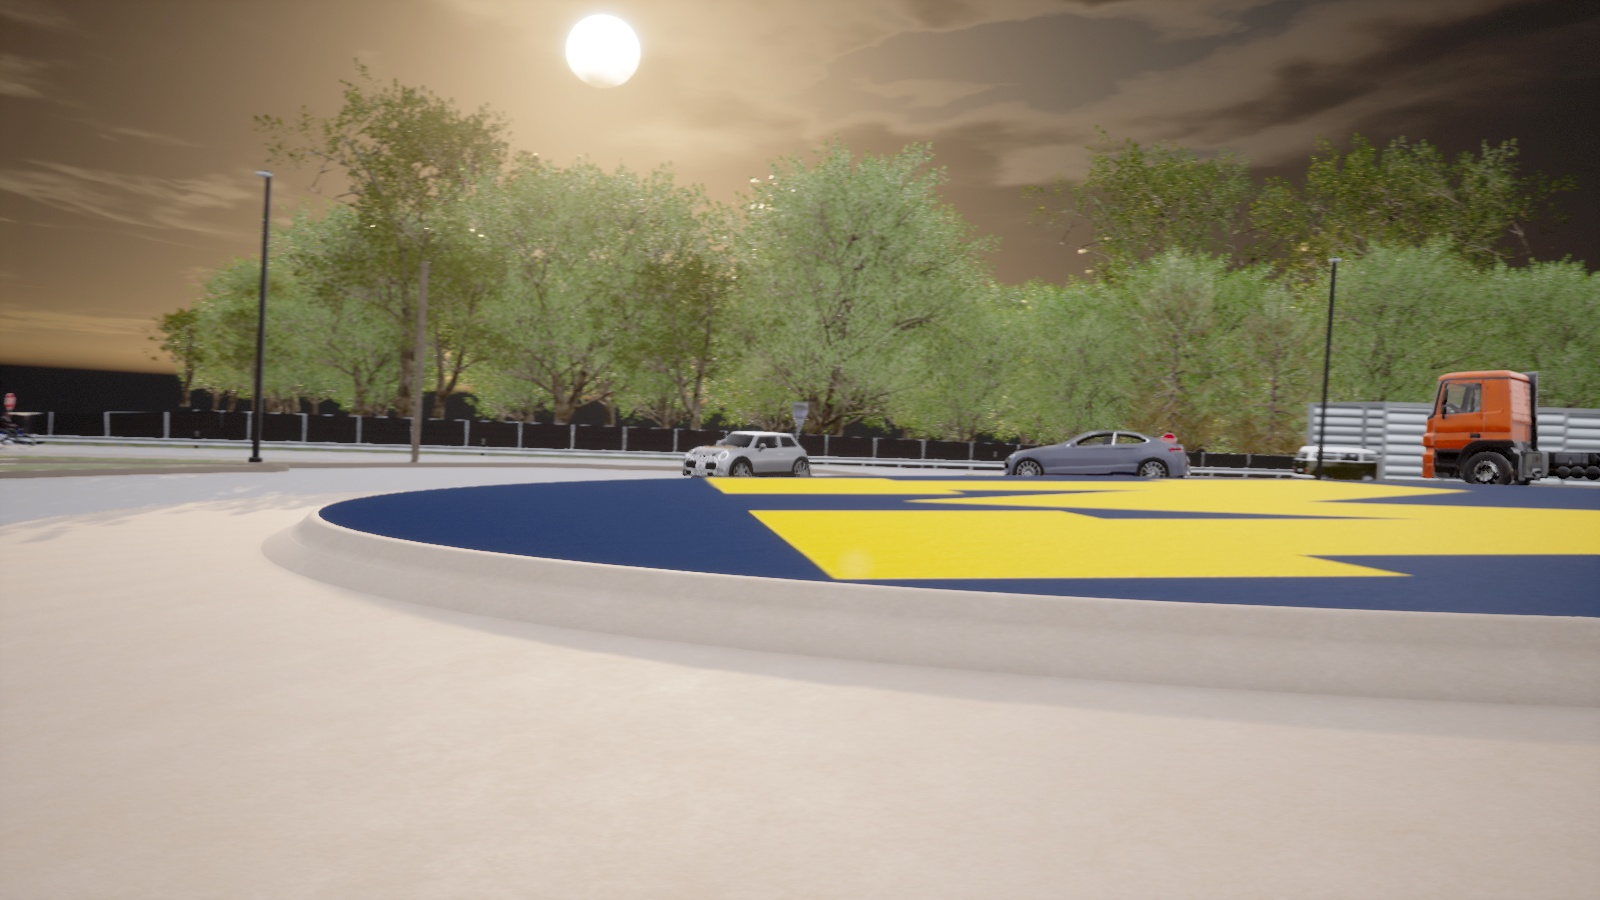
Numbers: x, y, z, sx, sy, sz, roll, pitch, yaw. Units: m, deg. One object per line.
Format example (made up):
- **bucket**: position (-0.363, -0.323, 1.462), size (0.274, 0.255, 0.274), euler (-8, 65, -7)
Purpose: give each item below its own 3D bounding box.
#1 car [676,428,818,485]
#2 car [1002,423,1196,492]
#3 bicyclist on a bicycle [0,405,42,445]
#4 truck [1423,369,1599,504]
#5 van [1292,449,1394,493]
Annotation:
- **car**: position (-1.508, 0.166, 36.609), size (1.970, 1.475, 3.806), euler (5, 3, 42)
- **car**: position (8.261, 0.218, 34.709), size (5.027, 1.651, 2.152), euler (1, -5, 15)
- **bicyclist on a bicycle**: position (-36.436, -1.148, 58.422), size (1.843, 1.776, 0.659), euler (2, 3, -13)
- **truck**: position (21.260, -0.316, 33.317), size (7.936, 3.462, 2.891), euler (1, 0, 42)
- **van**: position (28.978, 1.108, 67.135), size (4.480, 2.038, 2.069), euler (2, 2, -6)
